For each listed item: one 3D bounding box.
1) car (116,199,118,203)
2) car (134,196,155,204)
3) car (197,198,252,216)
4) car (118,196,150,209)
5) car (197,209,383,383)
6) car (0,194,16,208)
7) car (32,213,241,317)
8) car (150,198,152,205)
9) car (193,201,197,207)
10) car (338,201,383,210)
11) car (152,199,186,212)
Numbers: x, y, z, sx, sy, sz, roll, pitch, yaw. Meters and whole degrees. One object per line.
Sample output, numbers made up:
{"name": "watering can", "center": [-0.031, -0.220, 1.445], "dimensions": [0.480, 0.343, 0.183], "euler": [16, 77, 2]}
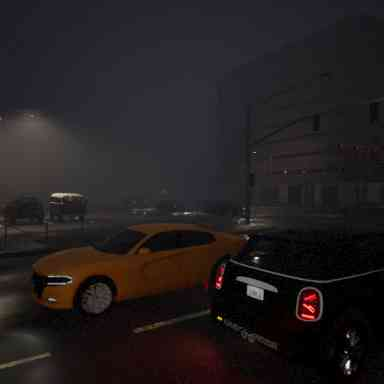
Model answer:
{"name": "car", "center": [-13.980, 1.619, 67.962], "dimensions": [1.994, 1.385, 4.181], "euler": [0, 0, -35]}
{"name": "car", "center": [-9.669, 1.602, 67.936], "dimensions": [2.033, 1.411, 5.357], "euler": [0, 0, -35]}
{"name": "car", "center": [3.143, 1.603, 31.410], "dimensions": [2.033, 1.411, 5.357], "euler": [0, 0, -35]}
{"name": "car", "center": [-8.309, 1.407, 47.560], "dimensions": [2.097, 1.767, 4.553], "euler": [0, 0, -35]}
{"name": "car", "center": [2.574, 1.352, 5.637], "dimensions": [4.553, 1.767, 2.097], "euler": [0, 0, -35]}
{"name": "car", "center": [-31.741, 1.209, 56.446], "dimensions": [1.932, 1.855, 4.605], "euler": [0, 0, -35]}
{"name": "car", "center": [-0.925, 1.477, 7.639], "dimensions": [5.008, 1.535, 1.882], "euler": [0, 0, -36]}
{"name": "car", "center": [-8.927, 1.581, 60.840], "dimensions": [1.812, 1.442, 4.674], "euler": [0, 0, -36]}
{"name": "car", "center": [2.373, 1.602, 50.975], "dimensions": [2.033, 1.411, 5.357], "euler": [0, 0, -35]}
{"name": "car", "center": [16.320, 1.574, 31.530], "dimensions": [4.674, 1.442, 1.812], "euler": [0, 1, 35]}
{"name": "car", "center": [-2.549, 1.581, 39.444], "dimensions": [1.812, 1.442, 4.674], "euler": [0, 0, -36]}
